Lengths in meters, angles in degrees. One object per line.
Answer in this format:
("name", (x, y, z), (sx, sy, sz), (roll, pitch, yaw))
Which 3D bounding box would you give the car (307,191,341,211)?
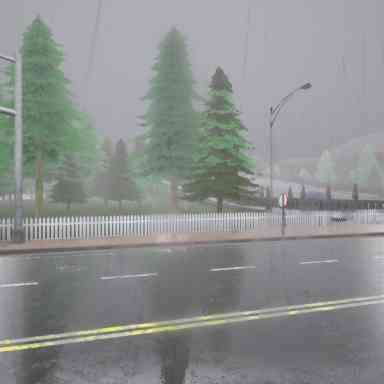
("car", (18.683, 0.998, 47.318), (2.150, 2.045, 5.566), (0, 3, -19))

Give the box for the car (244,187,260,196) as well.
("car", (10.463, -0.118, 60.501), (2.150, 2.045, 5.566), (0, 6, -19))

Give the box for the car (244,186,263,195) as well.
("car", (12.189, -0.356, 66.360), (1.994, 1.385, 4.181), (0, 7, -19))
